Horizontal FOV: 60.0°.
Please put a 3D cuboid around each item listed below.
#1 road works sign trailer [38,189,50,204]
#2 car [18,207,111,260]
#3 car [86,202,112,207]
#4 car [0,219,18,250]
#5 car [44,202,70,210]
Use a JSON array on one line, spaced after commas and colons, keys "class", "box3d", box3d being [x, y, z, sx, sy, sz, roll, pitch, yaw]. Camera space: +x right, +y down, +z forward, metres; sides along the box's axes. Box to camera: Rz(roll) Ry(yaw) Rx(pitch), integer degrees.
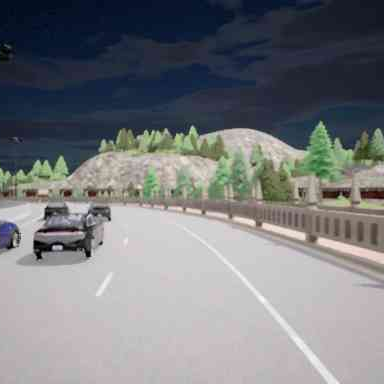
[{"class": "road works sign trailer", "box3d": [-35.006, 0.994, 78.330, 2.380, 3.560, 2.880, -1, 0, -36]}, {"class": "car", "box3d": [-4.517, 1.536, 12.754, 2.128, 1.511, 4.902, 0, 0, -8]}, {"class": "car", "box3d": [-7.998, 1.614, 28.634, 1.837, 1.490, 4.892, 0, 0, -17]}, {"class": "car", "box3d": [-7.927, 1.411, 11.841, 2.097, 1.767, 4.553, 0, 0, -7]}, {"class": "car", "box3d": [-11.945, 1.616, 29.559, 1.882, 1.535, 5.008, 0, 0, -17]}]
